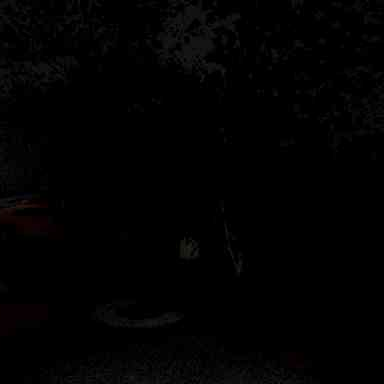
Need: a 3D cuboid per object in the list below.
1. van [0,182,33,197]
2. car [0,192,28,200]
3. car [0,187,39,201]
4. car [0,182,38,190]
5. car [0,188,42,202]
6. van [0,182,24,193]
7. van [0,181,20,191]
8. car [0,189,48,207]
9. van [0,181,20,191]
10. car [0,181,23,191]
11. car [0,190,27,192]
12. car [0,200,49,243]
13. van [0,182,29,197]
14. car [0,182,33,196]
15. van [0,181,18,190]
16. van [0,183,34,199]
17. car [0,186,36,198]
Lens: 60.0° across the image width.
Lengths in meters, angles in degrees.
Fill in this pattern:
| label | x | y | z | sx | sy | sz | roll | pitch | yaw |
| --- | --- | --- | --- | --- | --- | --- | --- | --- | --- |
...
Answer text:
| label | x | y | z | sx | sy | sz | roll | pitch | yaw |
| --- | --- | --- | --- | --- | --- | --- | --- | --- | --- |
| van | -24.756 | -0.300 | 46.289 | 4.442 | 1.987 | 1.878 | 1 | 1 | -30 |
| car | -8.237 | 1.077 | 17.629 | 4.553 | 1.767 | 2.185 | 1 | 2 | -30 |
| car | -20.674 | 0.232 | 39.068 | 4.792 | 1.488 | 2.163 | 1 | 1 | -30 |
| car | -15.114 | 0.387 | 29.488 | 5.566 | 2.045 | 2.435 | 1 | 2 | -30 |
| car | -19.351 | 0.329 | 36.787 | 4.792 | 1.488 | 2.163 | 1 | 2 | -30 |
| van | -34.543 | -0.933 | 63.164 | 4.442 | 1.987 | 1.878 | 1 | 1 | -30 |
| van | -41.425 | -1.378 | 75.031 | 4.442 | 1.987 | 1.878 | 1 | 1 | -30 |
| car | -16.561 | 0.553 | 31.861 | 4.792 | 1.488 | 2.163 | 1 | 2 | -30 |
| van | -40.099 | -1.292 | 72.744 | 4.442 | 1.987 | 1.878 | 1 | 1 | -30 |
| car | -38.834 | -1.230 | 70.275 | 5.566 | 2.045 | 2.435 | 1 | 1 | -30 |
| car | -12.532 | 0.860 | 24.599 | 5.366 | 1.575 | 1.946 | 1 | 2 | -30 |
| car | -6.884 | 1.316 | 15.219 | 5.008 | 1.535 | 2.097 | 1 | 2 | -30 |
| van | -26.347 | -0.393 | 48.567 | 4.442 | 1.987 | 1.878 | 1 | 1 | -30 |
| car | -27.658 | -0.507 | 51.006 | 5.566 | 2.045 | 2.435 | 1 | 1 | -30 |
| van | -43.083 | -1.476 | 77.424 | 4.442 | 1.987 | 1.878 | 1 | 1 | -30 |
| van | -22.164 | -0.120 | 41.373 | 4.442 | 1.987 | 1.878 | 1 | 1 | -30 |
| car | -23.470 | 0.014 | 43.843 | 5.008 | 1.535 | 2.097 | 1 | 1 | -30 |
